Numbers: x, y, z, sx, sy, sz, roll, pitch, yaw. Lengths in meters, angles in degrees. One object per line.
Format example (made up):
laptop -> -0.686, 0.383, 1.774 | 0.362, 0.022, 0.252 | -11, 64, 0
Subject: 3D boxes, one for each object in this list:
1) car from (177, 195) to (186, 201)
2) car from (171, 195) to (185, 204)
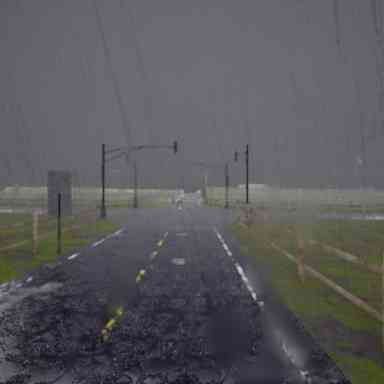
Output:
car -> -2.620, 1.468, 84.190 | 2.033, 1.411, 5.357 | 0, 0, 0
car -> -2.714, 1.466, 60.676 | 2.128, 1.511, 4.902 | 0, 1, 0
